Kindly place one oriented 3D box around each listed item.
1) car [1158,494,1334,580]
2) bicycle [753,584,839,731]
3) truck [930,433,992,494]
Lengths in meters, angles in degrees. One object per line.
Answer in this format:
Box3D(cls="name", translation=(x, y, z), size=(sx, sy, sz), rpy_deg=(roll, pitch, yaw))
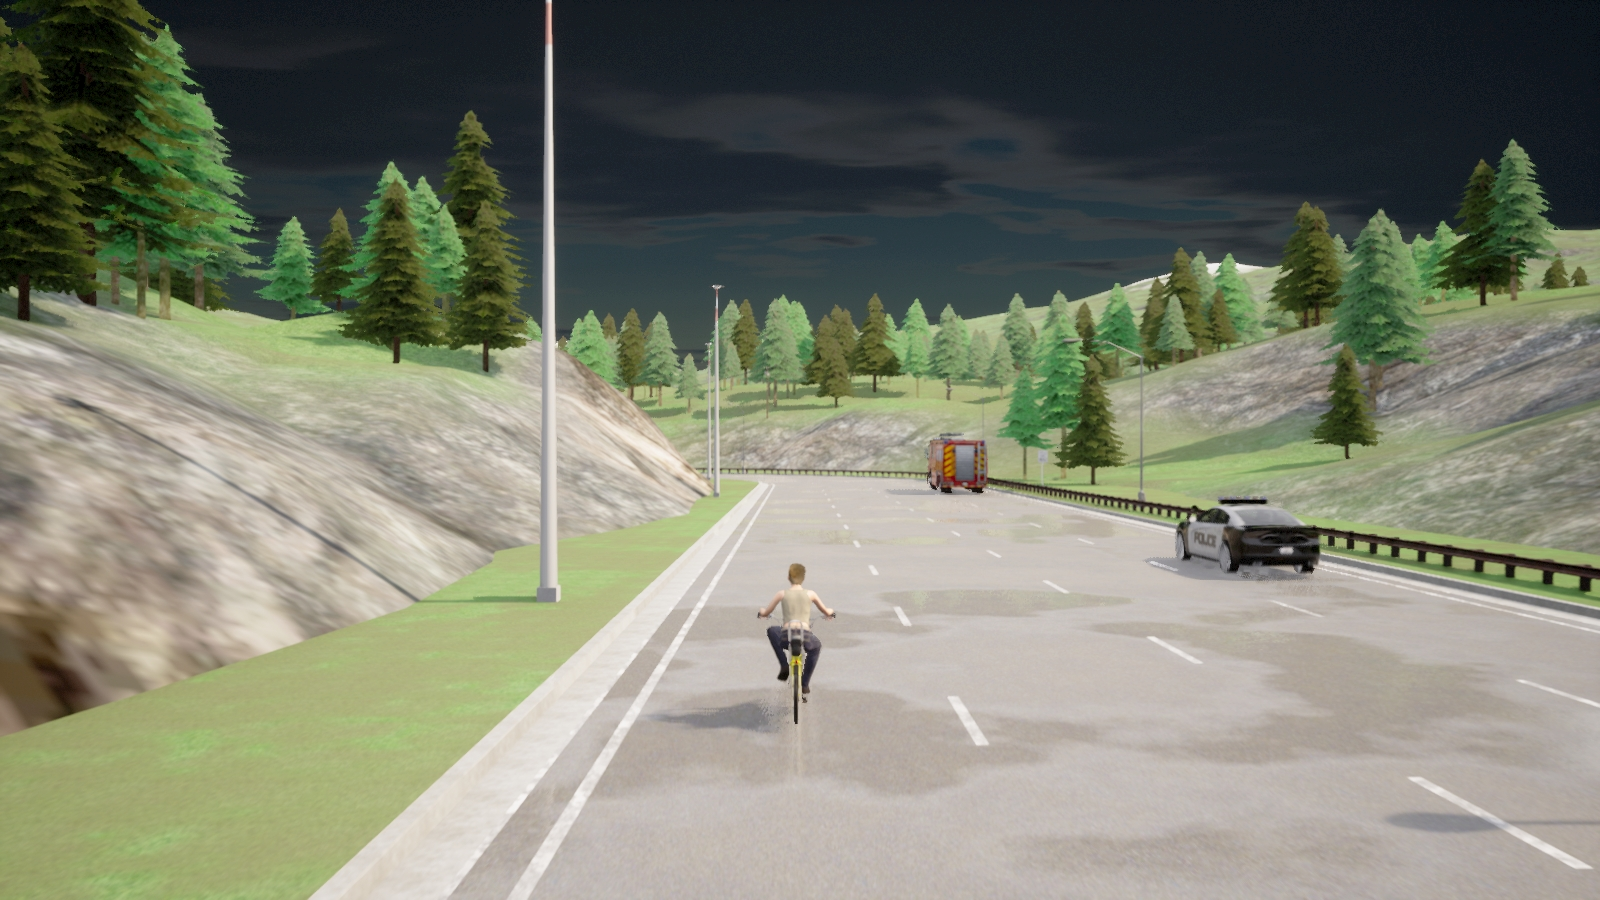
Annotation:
Box3D(cls="car", translation=(10.336, 1.957, 27.008), size=(2.097, 1.638, 5.238), rpy_deg=(0, 0, 0))
Box3D(cls="bicycle", translation=(-0.038, 2.146, 12.077), size=(0.859, 1.276, 1.487), rpy_deg=(0, 0, 0))
Box3D(cls="truck", translation=(10.579, 0.821, 75.948), size=(2.891, 3.827, 8.468), rpy_deg=(0, 0, 0))
